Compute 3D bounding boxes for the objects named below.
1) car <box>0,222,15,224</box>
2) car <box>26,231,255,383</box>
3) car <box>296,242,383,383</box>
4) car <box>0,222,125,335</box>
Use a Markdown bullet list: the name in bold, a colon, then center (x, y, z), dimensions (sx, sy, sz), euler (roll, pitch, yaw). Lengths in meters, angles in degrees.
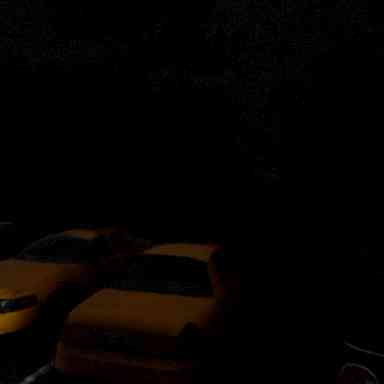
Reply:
- **car**: center (-4.810, 1.530, 9.082), dimensions (2.002, 1.452, 4.674), euler (0, -1, 17)
- **car**: center (0.007, 1.487, 5.743), dimensions (1.946, 1.575, 5.366), euler (0, -1, 16)
- **car**: center (2.342, 1.360, 3.795), dimensions (2.185, 1.767, 4.553), euler (0, -1, 16)
- **car**: center (-2.479, 1.483, 7.140), dimensions (1.946, 1.575, 5.366), euler (1, -1, 17)
